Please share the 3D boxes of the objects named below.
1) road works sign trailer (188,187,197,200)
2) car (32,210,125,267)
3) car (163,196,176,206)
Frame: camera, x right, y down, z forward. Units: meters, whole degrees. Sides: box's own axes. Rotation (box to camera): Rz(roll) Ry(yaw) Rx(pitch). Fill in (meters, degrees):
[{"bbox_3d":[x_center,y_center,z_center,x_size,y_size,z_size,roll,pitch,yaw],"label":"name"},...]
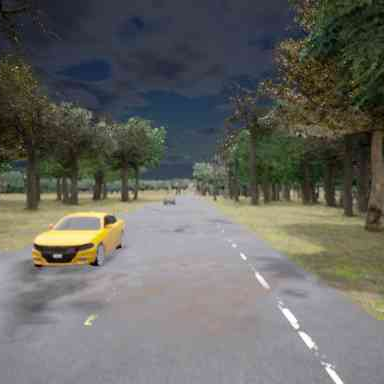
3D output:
[{"bbox_3d":[0.174,0.297,92.222,2.380,3.560,2.880,0,0,-8],"label":"road works sign trailer"},{"bbox_3d":[-3.601,1.436,11.405,1.882,1.535,5.008,0,0,0],"label":"car"},{"bbox_3d":[-3.574,1.384,53.330,1.812,1.442,4.674,0,0,0],"label":"car"}]
